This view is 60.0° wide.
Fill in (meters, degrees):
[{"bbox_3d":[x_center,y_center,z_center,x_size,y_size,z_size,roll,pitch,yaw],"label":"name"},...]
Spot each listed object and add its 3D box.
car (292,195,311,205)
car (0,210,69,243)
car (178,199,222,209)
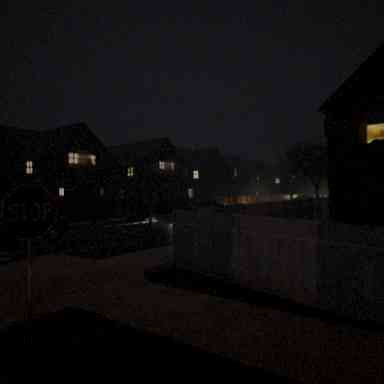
[{"bbox_3d":[14.699,1.180,44.398,1.882,1.535,5.008,-2,-1,37],"label":"car"},{"bbox_3d":[-7.695,1.473,14.175,1.837,1.490,4.892,-2,0,37],"label":"car"},{"bbox_3d":[0.624,1.356,25.454,1.837,1.490,4.892,-2,0,36],"label":"car"}]
